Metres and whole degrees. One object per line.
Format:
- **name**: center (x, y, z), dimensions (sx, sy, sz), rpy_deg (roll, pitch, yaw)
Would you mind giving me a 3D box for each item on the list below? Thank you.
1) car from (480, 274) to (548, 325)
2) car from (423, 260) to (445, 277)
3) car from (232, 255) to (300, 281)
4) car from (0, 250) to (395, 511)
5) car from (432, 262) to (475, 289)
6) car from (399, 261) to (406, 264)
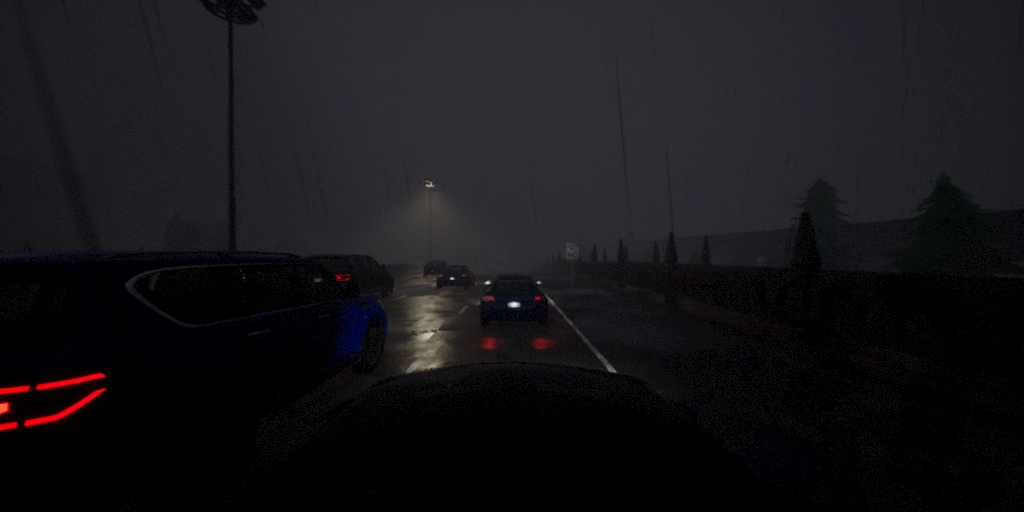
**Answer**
- **car**: center (0.059, 1.289, 11.753), dimensions (1.994, 1.385, 4.181), rpy_deg (0, 0, 0)
- **car**: center (-7.006, 1.154, 34.033), dimensions (1.882, 1.535, 5.008), rpy_deg (0, 0, 0)
- **car**: center (-21.194, 0.918, 31.289), dimensions (2.150, 2.045, 5.566), rpy_deg (0, 0, 0)
- **car**: center (-3.424, 0.968, 4.439), dimensions (2.150, 2.045, 5.566), rpy_deg (0, 0, 0)
- **car**: center (-3.467, 1.265, 22.708), dimensions (1.994, 1.385, 4.181), rpy_deg (0, 0, 0)
- **car**: center (-14.222, 1.373, 45.945), dimensions (1.994, 1.385, 4.181), rpy_deg (0, -2, 0)
